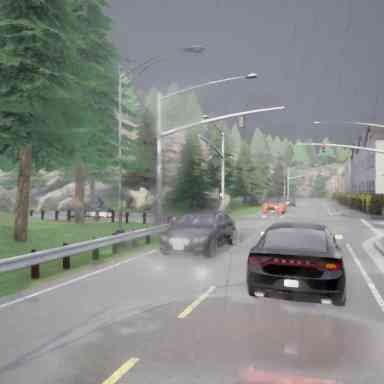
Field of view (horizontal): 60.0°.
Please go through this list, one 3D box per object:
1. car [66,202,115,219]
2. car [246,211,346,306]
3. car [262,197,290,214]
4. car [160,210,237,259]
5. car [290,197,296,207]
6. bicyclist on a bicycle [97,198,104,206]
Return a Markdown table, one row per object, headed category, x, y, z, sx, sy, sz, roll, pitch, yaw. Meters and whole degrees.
| category | x | y | z | sx | sy | sz | roll | pitch | yaw |
| --- | --- | --- | --- | --- | --- | --- | --- | --- | --- |
| car | -8.744 | 1.579 | 28.671 | 4.181 | 1.385 | 1.994 | 0 | 0 | 20 |
| car | 2.648 | 1.478 | 8.243 | 1.882 | 1.535 | 5.008 | 0 | 0 | 21 |
| car | 8.626 | 1.352 | 34.520 | 2.097 | 1.767 | 4.553 | 0 | 0 | 21 |
| car | 0.427 | 1.491 | 12.854 | 2.128 | 1.511 | 4.902 | 0 | 0 | 21 |
| car | 14.809 | 1.491 | 50.824 | 2.128 | 1.511 | 4.902 | 0 | 0 | 21 |
| bicyclist on a bicycle | -10.098 | 1.417 | 36.692 | 0.582 | 1.620 | 1.656 | -2 | 5 | 20 |
